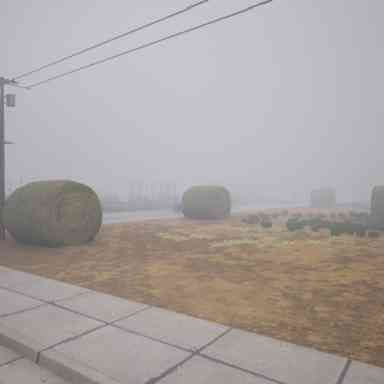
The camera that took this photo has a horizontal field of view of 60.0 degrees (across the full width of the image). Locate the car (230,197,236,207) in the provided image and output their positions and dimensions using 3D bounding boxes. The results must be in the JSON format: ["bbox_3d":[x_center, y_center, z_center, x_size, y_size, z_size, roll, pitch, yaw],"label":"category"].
[{"bbox_3d":[4.532,1.470,47.882,1.837,1.490,4.892,0,-1,39],"label":"car"}]

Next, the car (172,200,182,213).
[{"bbox_3d":[-0.178,1.489,36.001,1.812,1.442,4.674,0,0,38],"label":"car"}]

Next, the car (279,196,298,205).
[{"bbox_3d":[16.648,1.489,57.350,1.812,1.442,4.674,0,0,38],"label":"car"}]
